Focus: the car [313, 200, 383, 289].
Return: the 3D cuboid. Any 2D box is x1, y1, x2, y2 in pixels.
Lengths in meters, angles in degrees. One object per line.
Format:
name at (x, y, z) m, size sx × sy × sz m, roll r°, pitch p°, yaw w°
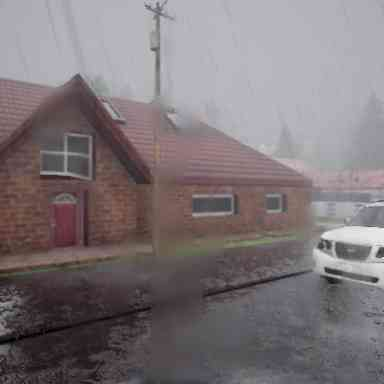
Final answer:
car at (5.468, 1.235, 8.478) m, size 5.566 × 2.045 × 2.150 m, roll 0°, pitch 0°, yaw -36°
